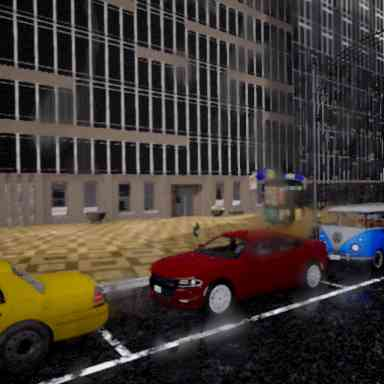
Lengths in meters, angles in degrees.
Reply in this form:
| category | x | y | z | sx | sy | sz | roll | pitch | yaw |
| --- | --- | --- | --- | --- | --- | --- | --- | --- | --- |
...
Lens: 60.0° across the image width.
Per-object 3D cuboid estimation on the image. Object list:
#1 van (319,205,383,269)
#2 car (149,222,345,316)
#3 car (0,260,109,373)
| category | x | y | z | sx | sy | sz | roll | pitch | yaw |
| --- | --- | --- | --- | --- | --- | --- | --- | --- | --- |
| van | 5.781 | 1.323 | 10.701 | 3.998 | 1.788 | 1.690 | 0 | -1 | -35 |
| car | 1.204 | 1.536 | 7.433 | 4.507 | 1.381 | 1.887 | 0 | -1 | -35 |
| car | -3.515 | 1.527 | 4.068 | 4.829 | 1.417 | 1.752 | 0 | -1 | -35 |
